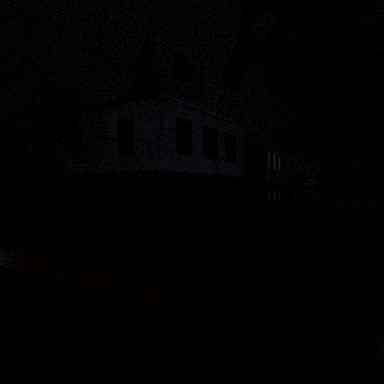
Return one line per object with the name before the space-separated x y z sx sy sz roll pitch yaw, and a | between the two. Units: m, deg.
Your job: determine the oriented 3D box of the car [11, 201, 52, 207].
car | -14.643 1.528 29.155 2.033 1.411 5.357 0 0 29
